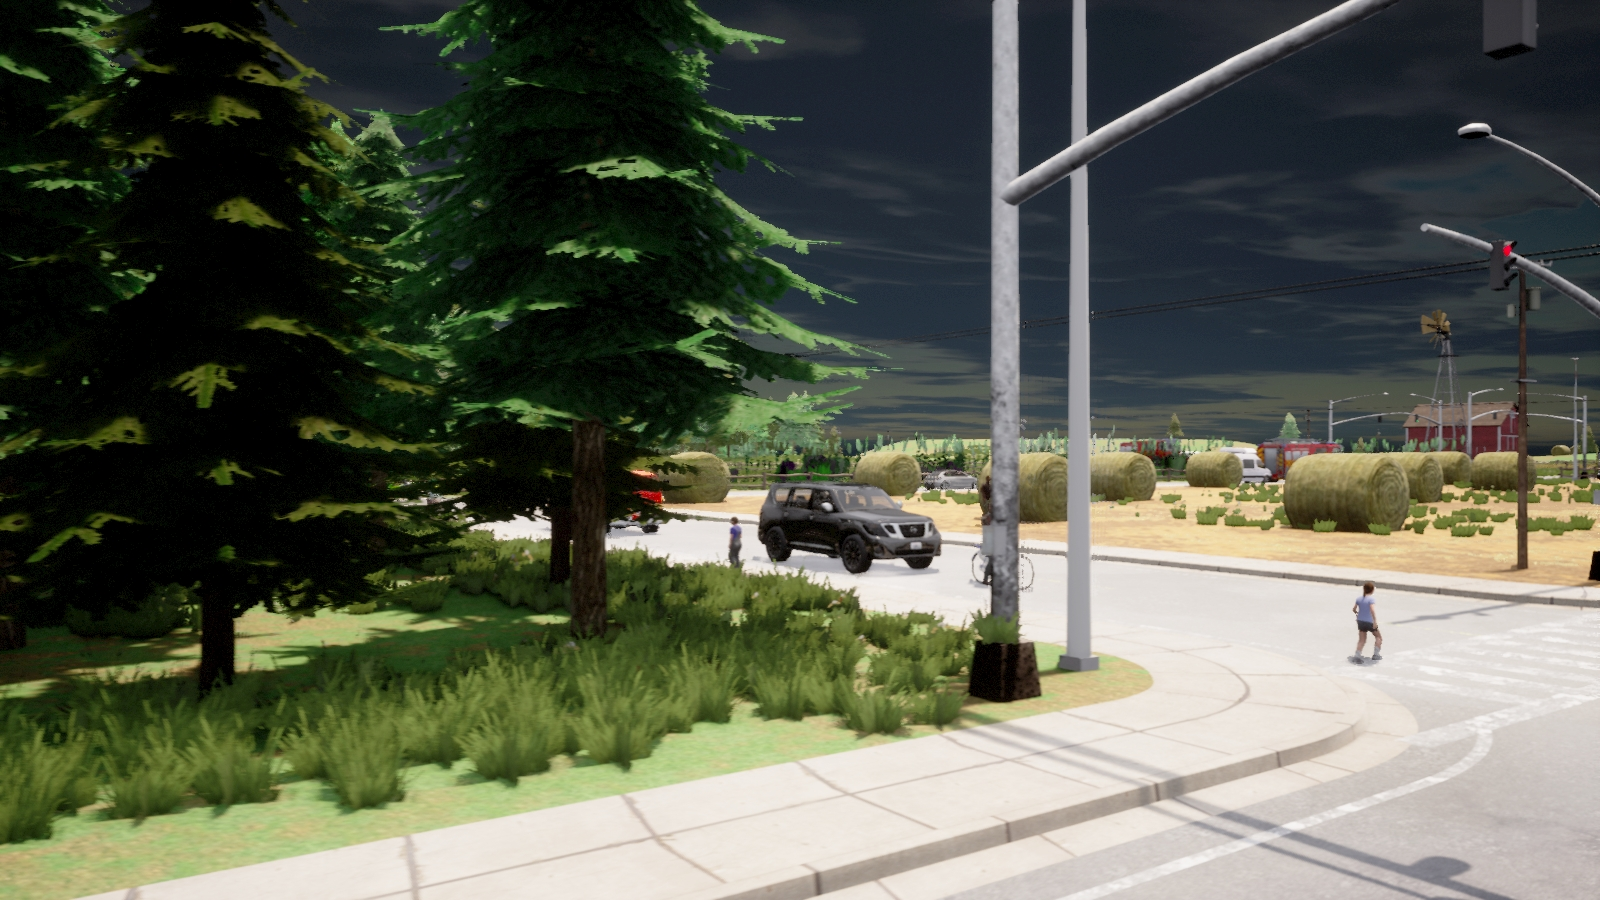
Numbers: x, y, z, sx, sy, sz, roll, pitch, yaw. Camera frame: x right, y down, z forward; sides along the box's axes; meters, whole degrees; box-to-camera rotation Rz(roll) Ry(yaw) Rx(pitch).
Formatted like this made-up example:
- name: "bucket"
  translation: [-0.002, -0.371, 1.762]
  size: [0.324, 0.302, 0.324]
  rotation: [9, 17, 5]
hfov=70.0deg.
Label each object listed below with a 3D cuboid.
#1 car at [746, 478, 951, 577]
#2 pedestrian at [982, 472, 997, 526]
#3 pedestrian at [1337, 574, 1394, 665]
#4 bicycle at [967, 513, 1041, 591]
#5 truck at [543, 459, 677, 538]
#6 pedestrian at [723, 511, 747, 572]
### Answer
- name: "car"
  translation: [1.043, 1.793, 28.179]
  size: [2.150, 2.045, 5.566]
  rotation: [0, 0, -34]
- name: "pedestrian"
  translation: [6.603, 1.703, 39.780]
  size: [0.375, 1.860, 0.375]
  rotation: [0, 0, -21]
- name: "pedestrian"
  translation: [7.531, 2.240, 15.206]
  size: [0.500, 1.100, 0.500]
  rotation: [0, 0, -35]
- name: "bicycle"
  translation: [4.193, 2.074, 23.613]
  size: [0.329, 1.471, 1.835]
  rotation: [0, 0, -34]
- name: "truck"
  translation: [-6.660, 1.575, 39.587]
  size: [2.627, 2.467, 5.204]
  rotation: [0, 0, -34]
- name: "pedestrian"
  translation: [-1.420, 1.984, 24.878]
  size: [0.375, 1.300, 0.375]
  rotation: [0, 0, 39]
